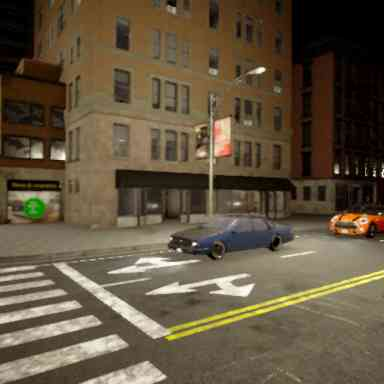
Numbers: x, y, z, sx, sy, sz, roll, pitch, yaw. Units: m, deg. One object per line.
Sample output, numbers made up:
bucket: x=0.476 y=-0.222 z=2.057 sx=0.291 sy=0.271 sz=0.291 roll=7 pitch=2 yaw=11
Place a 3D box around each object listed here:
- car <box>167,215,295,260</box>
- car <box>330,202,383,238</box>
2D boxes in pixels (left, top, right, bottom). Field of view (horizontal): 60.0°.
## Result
car: x=1.722 y=1.611 z=12.894 sx=5.357 sy=1.411 sz=2.033 roll=0 pitch=0 yaw=-36
car: x=9.788 y=1.484 z=18.618 sx=4.553 sy=1.767 sz=2.097 roll=0 pitch=0 yaw=-35
